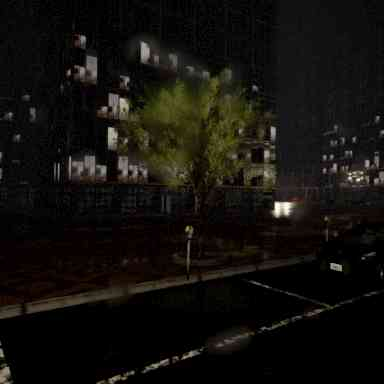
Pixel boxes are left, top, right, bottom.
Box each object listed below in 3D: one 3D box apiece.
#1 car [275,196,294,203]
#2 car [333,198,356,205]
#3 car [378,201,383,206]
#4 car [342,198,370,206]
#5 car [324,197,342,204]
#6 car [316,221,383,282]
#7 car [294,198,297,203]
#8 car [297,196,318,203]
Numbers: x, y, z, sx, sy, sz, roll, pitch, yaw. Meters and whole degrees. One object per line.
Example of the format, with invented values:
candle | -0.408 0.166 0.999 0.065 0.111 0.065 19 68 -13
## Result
car | 21.910 1.795 80.283 1.967 1.590 4.097 1 -1 -20
car | 33.151 1.985 72.514 2.008 1.369 4.403 1 -1 -20
car | 36.946 1.890 62.170 1.752 1.417 4.829 1 -1 -20
car | 29.613 1.764 59.282 2.008 1.369 4.403 1 -1 -20
car | 27.688 1.689 64.534 1.967 1.590 4.097 1 -1 -20
car | 5.544 1.574 9.810 4.313 1.339 1.947 0 1 -34
car | 27.369 2.123 88.270 1.802 1.307 4.206 1 -1 -20
car | 29.300 1.821 83.021 2.192 1.841 5.009 1 -1 -20
